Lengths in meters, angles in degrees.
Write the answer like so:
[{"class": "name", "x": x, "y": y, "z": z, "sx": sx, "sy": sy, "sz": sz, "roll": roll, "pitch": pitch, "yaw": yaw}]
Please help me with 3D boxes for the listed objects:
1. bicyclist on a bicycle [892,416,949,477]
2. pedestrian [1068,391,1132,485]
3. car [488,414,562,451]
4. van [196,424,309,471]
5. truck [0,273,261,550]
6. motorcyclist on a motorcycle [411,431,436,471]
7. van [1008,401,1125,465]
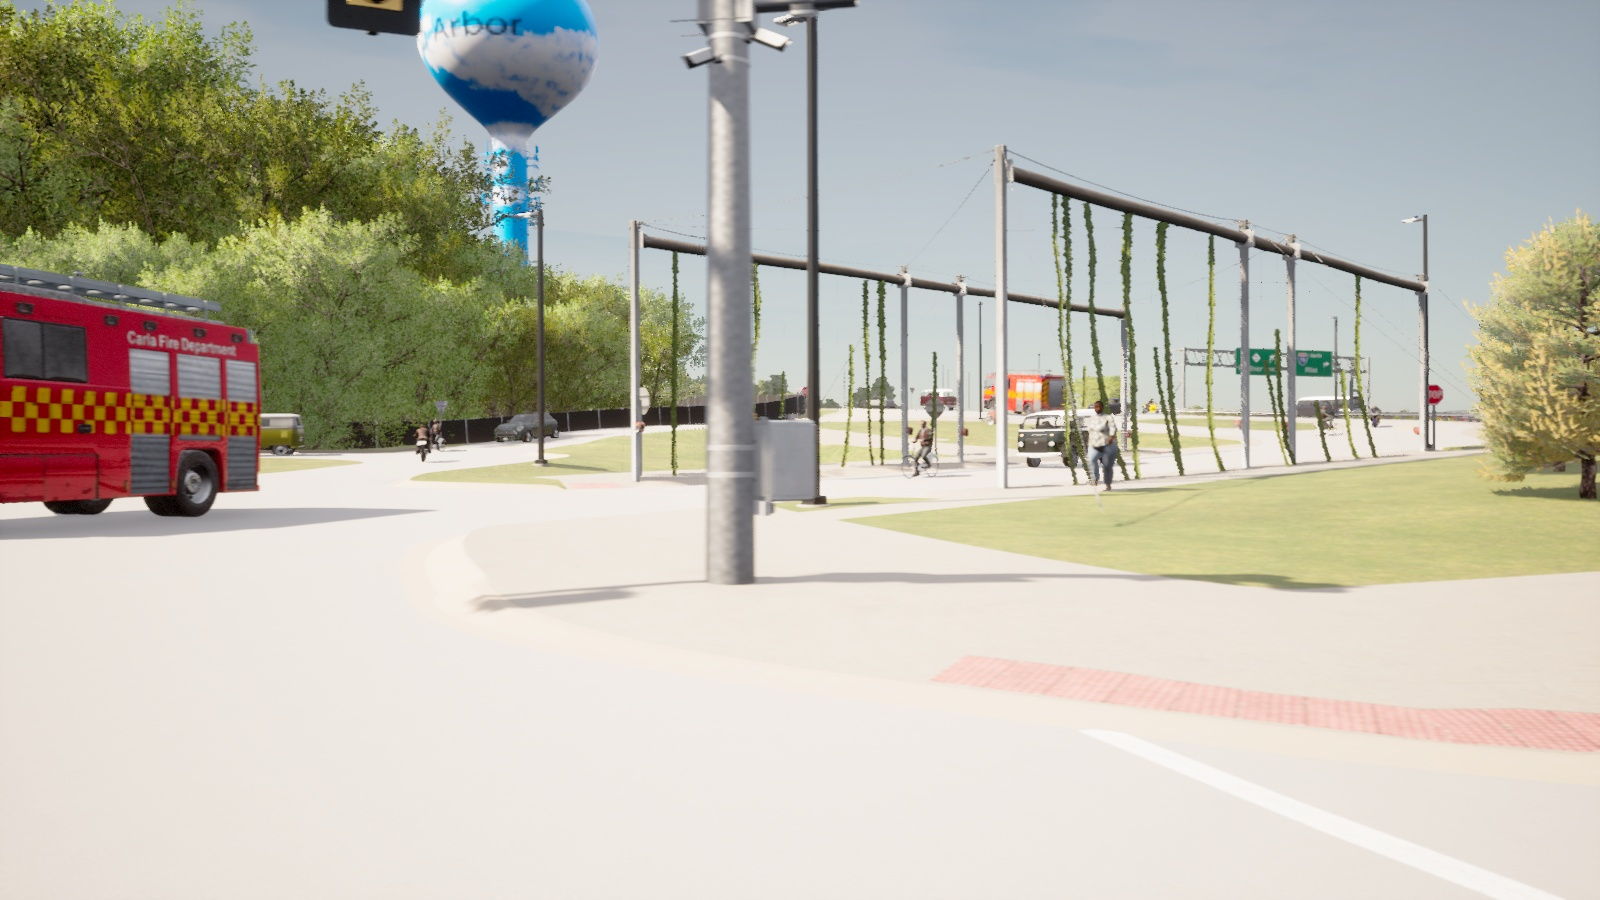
[{"class": "bicyclist on a bicycle", "x": 3.661, "y": -0.108, "z": 38.085, "sx": 0.659, "sy": 1.776, "sz": 1.843, "roll": -2, "pitch": 1, "yaw": 43}, {"class": "pedestrian", "x": 6.060, "y": -0.232, "z": 25.335, "sx": 0.874, "sy": 1.855, "sz": 0.900, "roll": -2, "pitch": 0, "yaw": 43}, {"class": "car", "x": -16.339, "y": -1.046, "z": 74.876, "sx": 2.097, "sy": 1.767, "sz": 4.553, "roll": -1, "pitch": 5, "yaw": 20}, {"class": "van", "x": -25.462, "y": -0.149, "z": 58.540, "sx": 4.442, "sy": 1.987, "sz": 1.775, "roll": -2, "pitch": 2, "yaw": -11}, {"class": "truck", "x": -12.141, "y": -0.518, "z": 19.135, "sx": 2.891, "sy": 3.827, "sz": 8.468, "roll": -1, "pitch": 0, "yaw": 11}, {"class": "motorcyclist on a motorcycle", "x": -14.867, "y": 0.031, "z": 49.664, "sx": 0.797, "sy": 1.523, "sz": 2.044, "roll": -3, "pitch": 2, "yaw": -15}, {"class": "van", "x": 9.523, "y": -0.629, "z": 44.649, "sx": 2.069, "sy": 2.038, "sz": 4.480, "roll": -2, "pitch": 1, "yaw": 42}]
